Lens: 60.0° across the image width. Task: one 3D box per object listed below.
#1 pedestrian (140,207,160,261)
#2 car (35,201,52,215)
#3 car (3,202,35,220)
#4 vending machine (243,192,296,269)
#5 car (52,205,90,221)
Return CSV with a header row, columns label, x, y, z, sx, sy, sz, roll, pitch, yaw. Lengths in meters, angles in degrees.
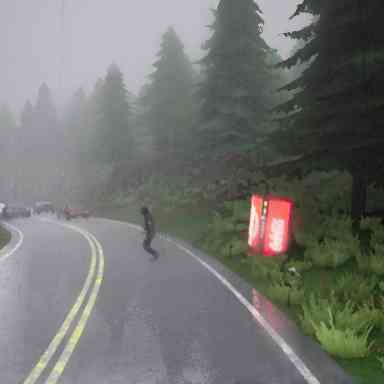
label,x,y,z,sx,sy,sz,roll,pitch,yaw
pedestrian,-1.363,1.287,10.522,0.375,1.860,0.375,-6,6,-14
car,-17.788,1.867,39.643,1.837,1.490,4.892,-3,1,-35
car,-17.892,1.798,33.918,2.097,1.767,4.553,-3,1,-35
vending machine,2.303,1.133,10.007,1.100,2.100,0.880,4,4,-13
car,-10.476,1.757,29.066,1.895,1.301,4.718,-3,1,-34
